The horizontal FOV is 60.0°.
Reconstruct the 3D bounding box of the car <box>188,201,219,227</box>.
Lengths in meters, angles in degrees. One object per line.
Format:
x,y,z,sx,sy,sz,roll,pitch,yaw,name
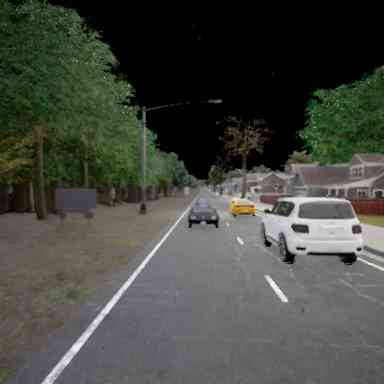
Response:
0.747,1.527,21.838,1.895,1.301,4.718,0,0,2,car

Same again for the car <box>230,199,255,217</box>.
4.524,1.385,30.287,1.882,1.535,5.008,0,0,2,car

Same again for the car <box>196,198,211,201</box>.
1.409,1.421,42.227,1.994,1.385,4.181,0,0,2,car

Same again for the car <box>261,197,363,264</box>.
3.934,1.190,11.870,2.150,2.045,5.566,0,0,2,car
